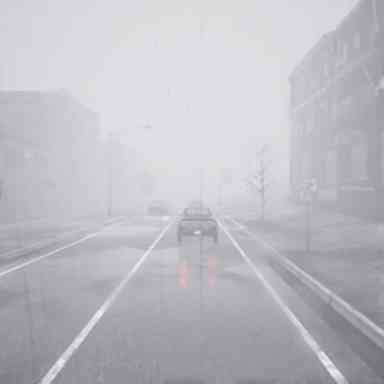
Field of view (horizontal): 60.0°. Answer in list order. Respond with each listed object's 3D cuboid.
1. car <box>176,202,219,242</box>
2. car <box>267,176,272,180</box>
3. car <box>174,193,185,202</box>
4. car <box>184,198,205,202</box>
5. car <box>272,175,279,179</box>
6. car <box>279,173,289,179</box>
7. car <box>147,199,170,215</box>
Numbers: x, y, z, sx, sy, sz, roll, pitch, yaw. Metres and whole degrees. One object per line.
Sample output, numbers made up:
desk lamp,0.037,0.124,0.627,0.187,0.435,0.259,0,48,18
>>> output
car,0.260,1.484,16.347,2.128,1.511,4.902,0,0,1
car,23.052,-3.808,92.473,2.002,1.452,4.674,0,1,-2
car,-2.748,1.188,73.687,2.150,2.045,5.566,0,0,1
car,0.499,1.474,39.842,2.128,1.511,4.902,0,0,1
car,23.347,-3.745,86.933,2.097,1.535,5.008,0,1,-3
car,23.758,-3.767,81.422,2.185,1.767,4.553,0,1,-4
car,-3.262,1.455,33.273,1.882,1.535,5.008,0,0,1
